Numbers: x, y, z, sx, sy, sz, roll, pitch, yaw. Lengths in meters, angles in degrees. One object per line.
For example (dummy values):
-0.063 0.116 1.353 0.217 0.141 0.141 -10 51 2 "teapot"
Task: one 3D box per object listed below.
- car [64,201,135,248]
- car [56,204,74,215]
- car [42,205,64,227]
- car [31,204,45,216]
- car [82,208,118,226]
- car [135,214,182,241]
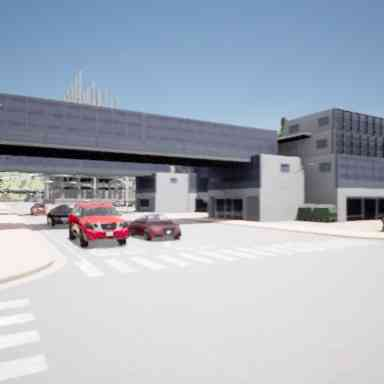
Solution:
-5.087 1.637 17.681 2.150 2.045 5.566 1 -2 -29 "car"
-19.070 2.636 49.819 1.882 1.535 5.008 1 -2 -29 "car"
-11.372 2.164 28.863 2.128 1.511 4.902 1 -2 -29 "car"
-21.621 2.446 47.202 2.097 1.767 4.553 1 -1 -29 "car"
-8.784 2.280 31.395 2.033 1.411 5.357 1 -1 -29 "car"
-2.225 2.030 19.758 1.994 1.385 4.181 1 -2 -29 "car"
